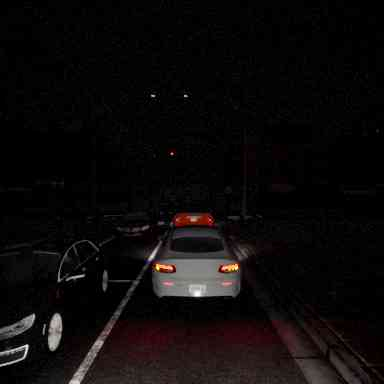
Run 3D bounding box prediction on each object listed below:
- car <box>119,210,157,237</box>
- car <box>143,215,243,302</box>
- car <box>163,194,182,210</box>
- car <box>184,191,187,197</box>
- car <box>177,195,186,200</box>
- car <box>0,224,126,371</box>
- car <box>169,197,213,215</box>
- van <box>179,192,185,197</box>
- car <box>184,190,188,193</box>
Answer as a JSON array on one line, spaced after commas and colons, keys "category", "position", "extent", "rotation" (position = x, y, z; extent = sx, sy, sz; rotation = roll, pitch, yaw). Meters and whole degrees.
[{"category": "car", "position": [-2.676, 1.582, 16.711], "extent": [1.802, 1.307, 4.206], "rotation": [-2, 0, 0]}, {"category": "car", "position": [0.091, 1.523, 8.109], "extent": [1.812, 1.442, 4.674], "rotation": [0, 0, 0]}, {"category": "car", "position": [-2.712, 1.483, 43.489], "extent": [1.967, 1.590, 4.097], "rotation": [-2, 0, 0]}, {"category": "car", "position": [-2.740, 1.308, 71.188], "extent": [2.192, 1.841, 5.009], "rotation": [-1, 0, 0]}, {"category": "car", "position": [-2.749, 1.429, 87.809], "extent": [2.008, 1.369, 4.403], "rotation": [-1, 0, 0]}, {"category": "car", "position": [-2.665, 1.548, 5.817], "extent": [2.008, 1.369, 4.403], "rotation": [-2, 0, 0]}, {"category": "car", "position": [0.080, 1.353, 18.072], "extent": [2.097, 1.767, 4.553], "rotation": [0, 0, 0]}, {"category": "van", "position": [-2.734, 1.359, 65.645], "extent": [1.690, 1.788, 3.998], "rotation": [-1, 0, 0]}, {"category": "car", "position": [-2.758, 1.132, 93.358], "extent": [2.192, 1.841, 5.009], "rotation": [-1, 1, 0]}]
